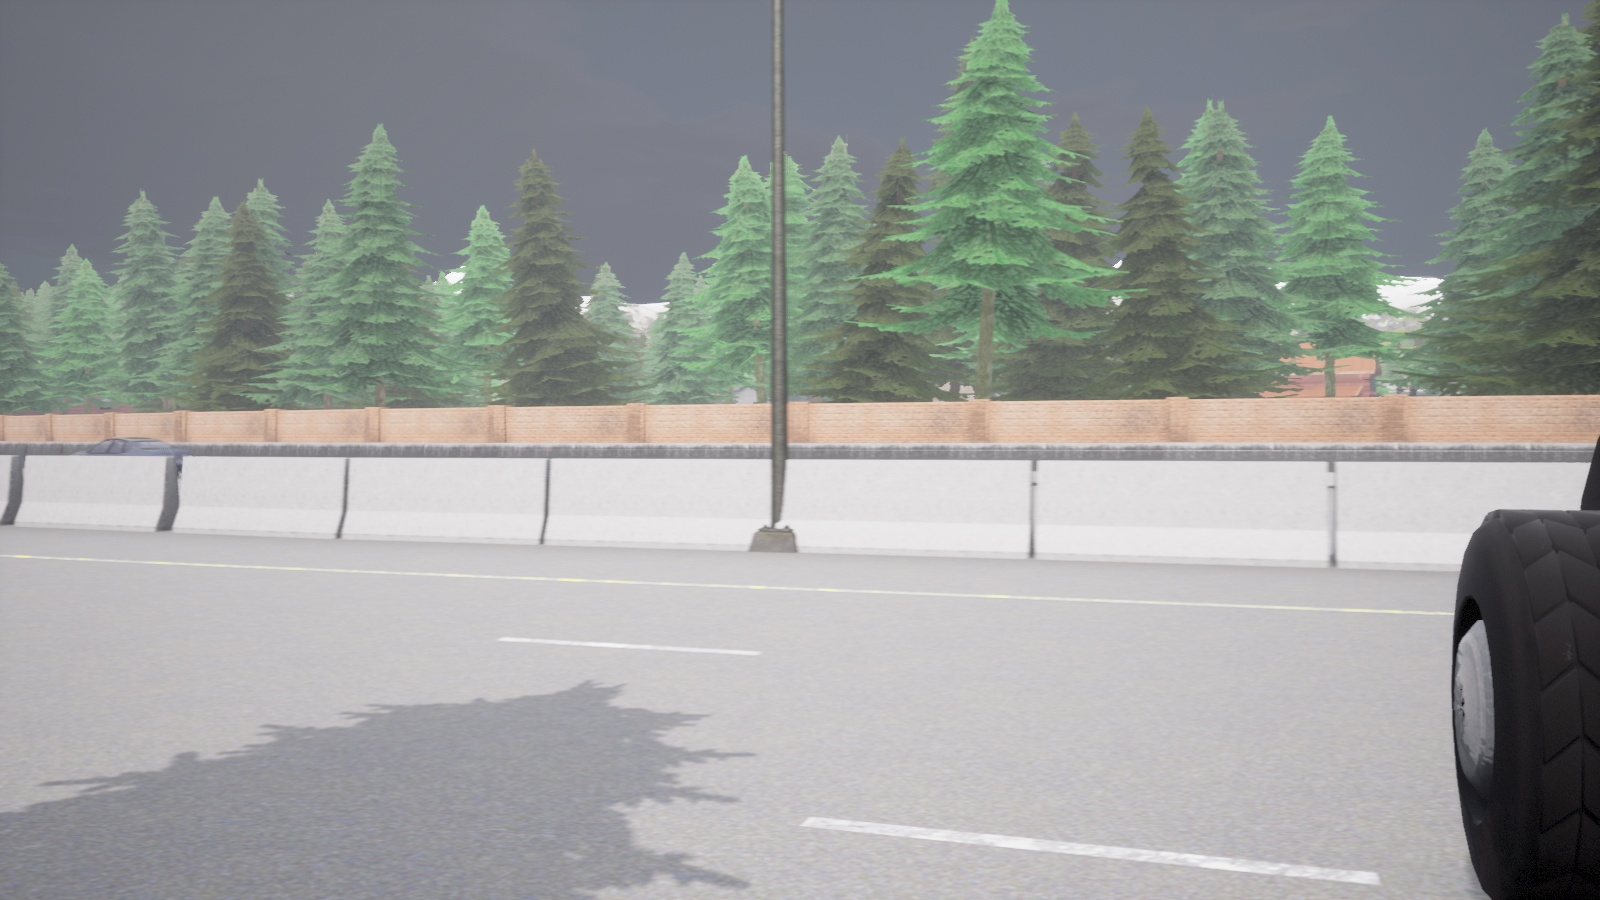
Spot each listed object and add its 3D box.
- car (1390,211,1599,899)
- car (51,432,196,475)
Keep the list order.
[{"bbox_3d":[3.238,0.601,2.102,3.866,1.878,1.905,1,1,19],"label":"car"},{"bbox_3d":[-23.789,0.079,44.088,5.357,1.411,2.033,1,1,31],"label":"car"}]
